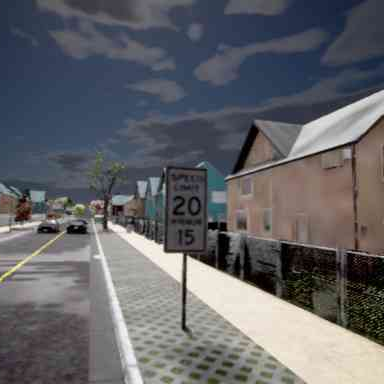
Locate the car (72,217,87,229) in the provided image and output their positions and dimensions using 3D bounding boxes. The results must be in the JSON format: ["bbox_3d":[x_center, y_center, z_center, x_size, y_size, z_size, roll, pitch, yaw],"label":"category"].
[{"bbox_3d":[-15.710,4.335,46.705,1.837,1.490,4.892,3,-4,-17],"label":"car"}]

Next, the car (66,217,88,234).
[{"bbox_3d":[-12.305,3.701,35.687,1.994,1.385,4.181,3,-4,-16],"label":"car"}]

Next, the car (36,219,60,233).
[{"bbox_3d":[-15.219,3.596,35.525,2.033,1.411,5.357,3,-4,-16],"label":"car"}]
